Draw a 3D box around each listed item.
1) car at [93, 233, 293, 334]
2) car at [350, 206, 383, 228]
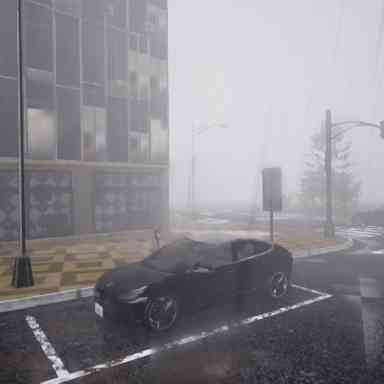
[{"bbox_3d":[0.241,1.565,6.739,4.313,1.339,1.947,0,-1,-35],"label":"car"},{"bbox_3d":[12.136,1.478,20.033,2.128,1.511,4.902,-1,1,-37],"label":"car"}]
